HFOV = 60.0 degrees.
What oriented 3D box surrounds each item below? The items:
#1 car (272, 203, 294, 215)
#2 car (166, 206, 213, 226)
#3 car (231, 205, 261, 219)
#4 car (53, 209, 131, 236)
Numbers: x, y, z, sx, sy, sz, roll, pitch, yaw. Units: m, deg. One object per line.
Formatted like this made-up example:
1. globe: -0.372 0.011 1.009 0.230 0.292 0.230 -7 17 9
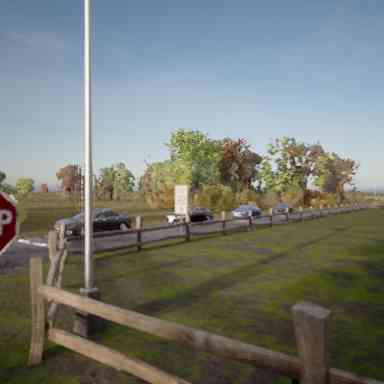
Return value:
1. car: 11.989 2.228 44.108 1.837 1.490 4.892 1 0 36
2. car: -0.150 1.917 27.336 2.128 1.511 4.902 1 0 36
3. car: 5.892 2.099 35.719 1.812 1.442 4.674 1 0 36
4. car: -5.715 1.794 19.563 1.837 1.490 4.892 1 0 35
